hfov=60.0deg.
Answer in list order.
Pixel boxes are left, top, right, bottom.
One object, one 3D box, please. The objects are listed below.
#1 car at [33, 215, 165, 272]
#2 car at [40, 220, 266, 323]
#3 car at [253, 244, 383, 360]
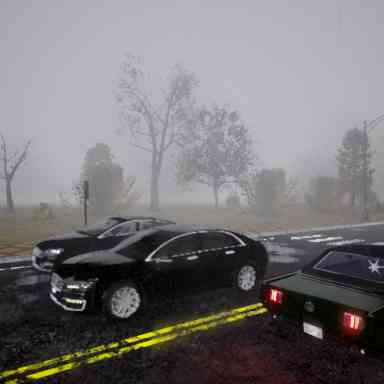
[{"bbox_3d":[-2.101,1.491,10.074,4.902,1.511,2.128,0,0,-34],"label":"car"},{"bbox_3d":[-0.439,1.506,7.278,4.892,1.490,1.837,0,0,-35],"label":"car"},{"bbox_3d":[3.480,1.600,5.790,4.718,1.301,1.895,0,0,-35],"label":"car"}]
